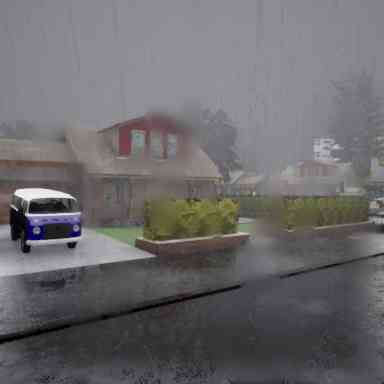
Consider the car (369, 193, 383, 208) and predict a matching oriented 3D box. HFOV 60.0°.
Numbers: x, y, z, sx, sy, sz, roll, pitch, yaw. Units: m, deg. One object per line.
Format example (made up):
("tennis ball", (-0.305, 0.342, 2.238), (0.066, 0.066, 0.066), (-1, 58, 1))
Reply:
("car", (23.743, 0.986, 40.873), (3.866, 1.878, 1.905), (0, 0, -1))
